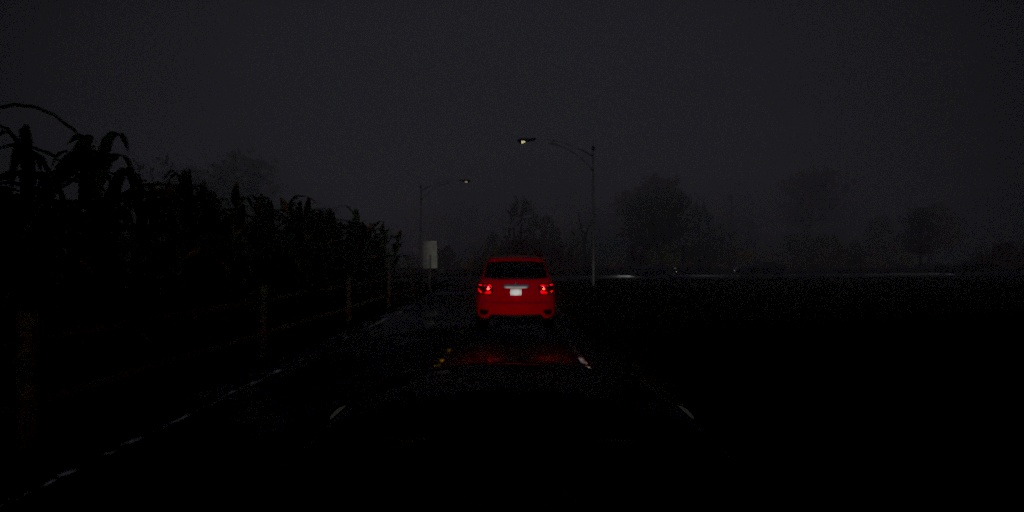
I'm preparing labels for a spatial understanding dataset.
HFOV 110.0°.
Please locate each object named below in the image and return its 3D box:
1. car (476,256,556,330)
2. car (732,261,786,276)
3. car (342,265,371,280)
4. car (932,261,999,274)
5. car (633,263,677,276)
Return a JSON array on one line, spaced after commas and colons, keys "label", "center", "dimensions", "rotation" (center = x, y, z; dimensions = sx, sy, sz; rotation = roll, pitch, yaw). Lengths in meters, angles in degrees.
[{"label": "car", "center": [0.096, 1.030, 11.568], "dimensions": [2.150, 2.045, 5.566], "rotation": [0, -1, 0]}, {"label": "car", "center": [25.598, 1.230, 37.231], "dimensions": [4.902, 1.511, 2.128], "rotation": [-1, 0, 1]}, {"label": "car", "center": [-15.463, 1.547, 34.747], "dimensions": [5.008, 1.535, 1.882], "rotation": [0, 0, 1]}, {"label": "car", "center": [46.621, 1.149, 36.922], "dimensions": [4.718, 1.301, 1.895], "rotation": [-1, 0, 1]}, {"label": "car", "center": [14.838, 1.393, 37.352], "dimensions": [4.181, 1.385, 1.994], "rotation": [0, 0, 1]}]
